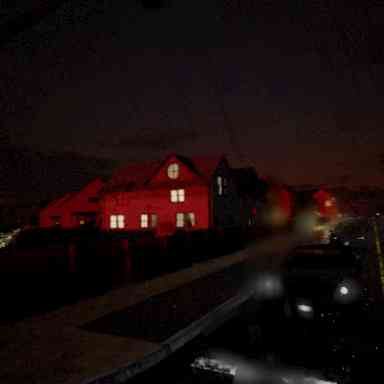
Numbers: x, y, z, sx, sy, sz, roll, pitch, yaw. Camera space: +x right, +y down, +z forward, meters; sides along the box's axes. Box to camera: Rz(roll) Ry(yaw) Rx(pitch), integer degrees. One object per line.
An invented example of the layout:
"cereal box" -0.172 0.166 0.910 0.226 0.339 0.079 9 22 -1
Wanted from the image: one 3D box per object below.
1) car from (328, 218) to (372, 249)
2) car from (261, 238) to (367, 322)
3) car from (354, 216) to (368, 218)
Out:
"car" 9.235 2.544 19.518 2.128 1.511 4.902 -4 -5 28
"car" 3.283 2.095 8.552 1.895 1.301 4.718 -4 -4 28
"car" 19.069 3.488 37.470 2.128 1.511 4.902 -4 -5 29
